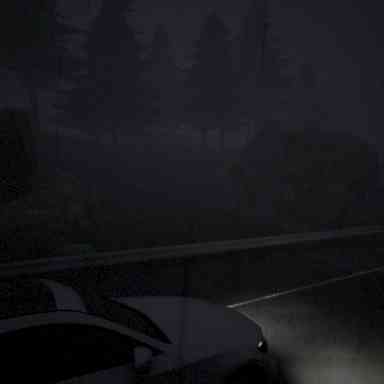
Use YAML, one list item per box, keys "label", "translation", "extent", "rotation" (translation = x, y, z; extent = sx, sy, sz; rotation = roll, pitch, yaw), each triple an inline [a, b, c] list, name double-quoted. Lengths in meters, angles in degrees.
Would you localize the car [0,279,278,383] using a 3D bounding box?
- label: "car"
  translation: [-1.325, 1.525, 2.783]
  extent: [4.674, 1.442, 1.812]
  rotation: [0, 0, -35]
